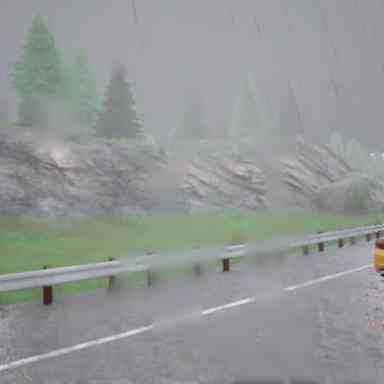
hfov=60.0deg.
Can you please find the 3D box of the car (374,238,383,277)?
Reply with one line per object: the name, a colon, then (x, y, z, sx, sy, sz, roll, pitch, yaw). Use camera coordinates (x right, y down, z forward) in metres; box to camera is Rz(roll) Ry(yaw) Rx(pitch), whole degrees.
car: (6.799, 1.484, 8.993, 5.008, 1.535, 1.882, 0, 0, -38)
